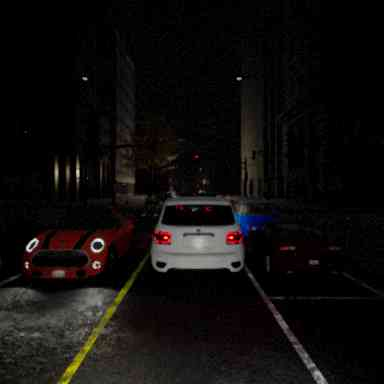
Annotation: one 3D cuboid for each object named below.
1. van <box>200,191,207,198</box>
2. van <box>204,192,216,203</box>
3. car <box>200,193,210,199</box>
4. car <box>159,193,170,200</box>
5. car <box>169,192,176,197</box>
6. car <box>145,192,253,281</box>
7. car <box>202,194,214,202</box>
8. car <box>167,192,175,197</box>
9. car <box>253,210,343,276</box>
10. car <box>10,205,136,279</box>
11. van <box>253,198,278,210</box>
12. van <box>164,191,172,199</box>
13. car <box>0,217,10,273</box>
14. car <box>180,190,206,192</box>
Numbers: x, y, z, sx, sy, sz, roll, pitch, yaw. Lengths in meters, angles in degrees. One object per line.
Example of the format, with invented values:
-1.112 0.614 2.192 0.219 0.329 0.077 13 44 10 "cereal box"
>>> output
2.891 0.566 85.812 1.690 1.788 3.998 0 0 0 "van"
2.844 0.844 53.335 1.690 1.788 3.998 0 1 0 "van"
2.874 0.867 74.988 2.008 1.369 4.403 0 0 0 "car"
-5.659 0.916 69.108 2.008 1.369 4.403 0 0 0 "car"
-5.621 0.690 95.386 1.752 1.417 4.829 0 0 0 "car"
0.126 1.125 9.651 2.150 2.045 5.566 0 0 0 "car"
2.851 1.021 58.749 1.947 1.339 4.313 0 0 0 "car"
-5.629 0.754 90.263 1.947 1.339 4.313 0 0 0 "car"
2.793 1.448 9.828 1.887 1.381 4.507 0 1 0 "car"
-3.029 1.254 9.856 2.097 1.767 4.553 0 1 1 "car"
2.803 1.192 15.351 1.690 1.788 3.998 0 1 0 "van"
-5.643 0.617 79.684 1.690 1.788 3.998 0 0 0 "van"
-5.762 1.448 9.859 1.887 1.381 4.507 0 1 0 "car"
0.130 1.027 20.165 2.150 2.045 5.566 0 1 0 "car"
